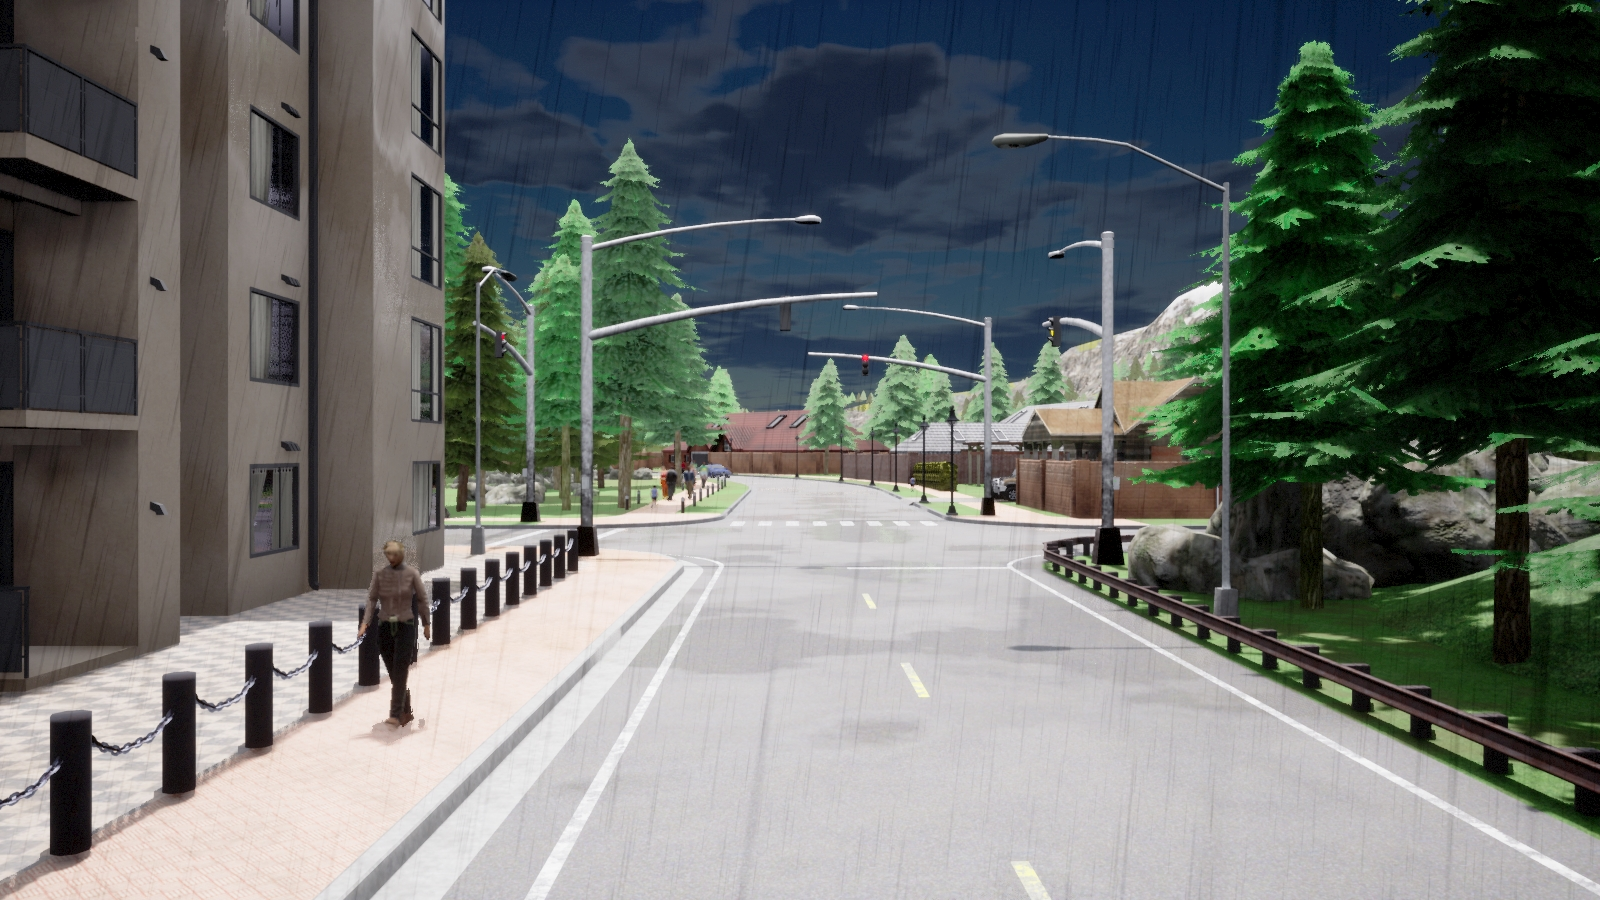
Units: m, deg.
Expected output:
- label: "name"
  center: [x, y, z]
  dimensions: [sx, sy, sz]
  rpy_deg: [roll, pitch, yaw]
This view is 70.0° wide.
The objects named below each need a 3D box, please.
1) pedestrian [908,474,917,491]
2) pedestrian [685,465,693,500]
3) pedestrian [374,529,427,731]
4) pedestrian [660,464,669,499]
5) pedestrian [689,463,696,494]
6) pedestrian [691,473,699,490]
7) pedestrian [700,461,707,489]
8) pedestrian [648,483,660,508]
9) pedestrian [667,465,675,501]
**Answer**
- label: "pedestrian"
  center: [7.225, 2.093, 73.169]
  dimensions: [0.500, 1.100, 0.500]
  rpy_deg: [0, 0, -3]
- label: "pedestrian"
  center: [-5.852, 1.700, 60.431]
  dimensions: [0.375, 1.860, 0.375]
  rpy_deg: [0, 0, 5]
- label: "pedestrian"
  center: [-3.800, 1.700, 10.875]
  dimensions: [0.375, 1.860, 0.375]
  rpy_deg: [0, 0, -1]
- label: "pedestrian"
  center: [-7.229, 1.700, 60.919]
  dimensions: [0.375, 1.860, 0.375]
  rpy_deg: [0, 0, 7]
- label: "pedestrian"
  center: [-6.531, 1.705, 69.250]
  dimensions: [0.375, 1.860, 0.375]
  rpy_deg: [0, 0, 1]
- label: "pedestrian"
  center: [-6.944, 2.089, 75.408]
  dimensions: [0.500, 1.100, 0.500]
  rpy_deg: [0, 0, -1]
- label: "pedestrian"
  center: [-6.555, 1.710, 77.500]
  dimensions: [0.375, 1.860, 0.375]
  rpy_deg: [0, 0, -16]
- label: "pedestrian"
  center: [-6.644, 2.077, 52.073]
  dimensions: [0.500, 1.100, 0.500]
  rpy_deg: [0, 0, 0]
- label: "pedestrian"
  center: [-6.706, 1.701, 59.446]
  dimensions: [0.375, 1.860, 0.375]
  rpy_deg: [0, 0, 1]
